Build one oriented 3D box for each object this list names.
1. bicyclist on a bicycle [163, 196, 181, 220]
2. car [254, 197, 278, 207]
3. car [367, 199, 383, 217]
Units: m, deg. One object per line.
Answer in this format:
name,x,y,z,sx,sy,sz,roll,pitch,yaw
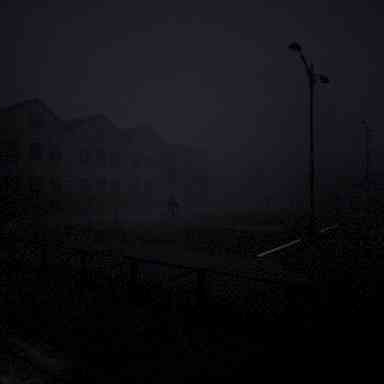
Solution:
bicyclist on a bicycle,-1.399,1.109,23.069,1.656,1.620,0.582,0,0,35
car,10.445,1.356,46.692,2.033,1.411,5.357,0,0,33
car,15.424,1.298,26.815,2.007,1.523,4.514,0,0,35
